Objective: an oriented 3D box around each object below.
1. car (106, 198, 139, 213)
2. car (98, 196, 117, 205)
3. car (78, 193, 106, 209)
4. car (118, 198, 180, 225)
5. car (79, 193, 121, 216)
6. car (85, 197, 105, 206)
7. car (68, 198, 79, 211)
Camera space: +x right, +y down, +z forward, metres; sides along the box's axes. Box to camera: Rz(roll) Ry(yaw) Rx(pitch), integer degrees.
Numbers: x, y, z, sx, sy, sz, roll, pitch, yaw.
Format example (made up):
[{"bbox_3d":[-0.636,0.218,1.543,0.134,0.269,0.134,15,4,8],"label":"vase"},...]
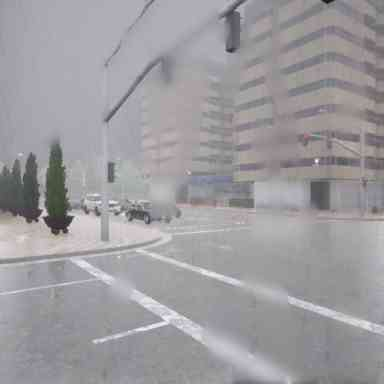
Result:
[{"bbox_3d":[-7.926,1.505,37.401,1.837,1.490,4.892,0,0,-35],"label":"car"},{"bbox_3d":[-15.554,1.526,60.837,1.812,1.442,4.674,0,0,-35],"label":"car"},{"bbox_3d":[-13.834,1.221,45.878,2.150,2.045,5.566,0,0,-34],"label":"car"},{"bbox_3d":[-3.296,1.491,24.684,2.128,1.511,4.902,0,0,-35],"label":"car"},{"bbox_3d":[-8.956,1.222,32.767,2.150,2.045,5.566,0,0,-35],"label":"car"},{"bbox_3d":[-16.401,1.564,55.948,1.994,1.385,4.181,0,0,-35],"label":"car"},{"bbox_3d":[-14.576,1.526,40.789,1.812,1.442,4.674,0,0,-35],"label":"car"}]
